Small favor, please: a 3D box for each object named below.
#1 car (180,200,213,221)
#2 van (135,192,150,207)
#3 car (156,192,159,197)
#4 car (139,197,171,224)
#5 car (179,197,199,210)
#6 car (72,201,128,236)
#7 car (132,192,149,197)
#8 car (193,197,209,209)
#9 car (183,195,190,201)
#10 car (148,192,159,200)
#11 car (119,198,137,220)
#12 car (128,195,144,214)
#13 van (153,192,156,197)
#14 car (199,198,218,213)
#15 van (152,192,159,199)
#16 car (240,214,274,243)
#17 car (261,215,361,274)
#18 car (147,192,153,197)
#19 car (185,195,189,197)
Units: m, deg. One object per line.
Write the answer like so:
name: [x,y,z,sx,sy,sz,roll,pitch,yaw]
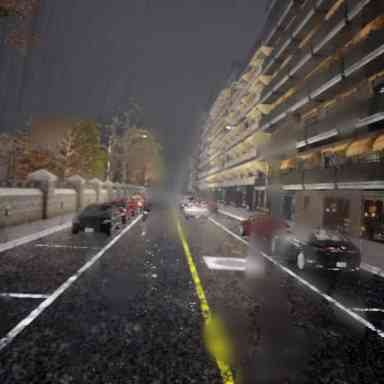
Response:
car: [0.300,1.654,28.583,1.895,1.301,4.718,4,0,-4]
van: [-6.612,0.983,44.759,1.690,1.788,3.998,4,0,-4]
car: [-8.237,1.161,67.223,1.947,1.339,4.313,4,0,-4]
car: [-2.556,1.385,24.341,1.812,1.442,4.674,4,0,-4]
car: [-0.586,1.626,40.361,1.895,1.301,4.718,4,0,-3]
car: [-4.615,1.282,16.682,1.947,1.339,4.313,4,0,-4]
car: [-5.813,1.105,33.526,1.967,1.590,4.097,4,0,-4]
car: [1.319,1.616,50.974,1.967,1.590,4.097,4,0,-4]
car: [-1.516,1.634,90.455,1.752,1.417,4.829,4,0,-4]
car: [-9.026,0.892,78.455,2.192,1.841,5.009,4,0,-4]
car: [-5.019,1.278,22.298,1.802,1.307,4.206,4,0,-4]
car: [-5.418,1.223,27.912,1.887,1.381,4.507,4,0,-4]
van: [-7.418,0.959,55.992,1.690,1.788,3.998,4,0,-4]
car: [2.115,1.781,39.741,1.802,1.307,4.206,4,0,-4]
van: [-9.833,0.904,89.686,1.690,1.788,3.998,4,0,-4]
car: [3.727,1.807,17.281,1.887,1.381,4.507,4,0,-4]
car: [4.128,1.833,11.664,2.008,1.369,4.403,4,0,-4]
car: [-6.209,0.968,39.143,2.192,1.841,5.009,4,0,-4]
car: [0.103,1.708,67.822,1.947,1.339,4.313,4,0,-4]
